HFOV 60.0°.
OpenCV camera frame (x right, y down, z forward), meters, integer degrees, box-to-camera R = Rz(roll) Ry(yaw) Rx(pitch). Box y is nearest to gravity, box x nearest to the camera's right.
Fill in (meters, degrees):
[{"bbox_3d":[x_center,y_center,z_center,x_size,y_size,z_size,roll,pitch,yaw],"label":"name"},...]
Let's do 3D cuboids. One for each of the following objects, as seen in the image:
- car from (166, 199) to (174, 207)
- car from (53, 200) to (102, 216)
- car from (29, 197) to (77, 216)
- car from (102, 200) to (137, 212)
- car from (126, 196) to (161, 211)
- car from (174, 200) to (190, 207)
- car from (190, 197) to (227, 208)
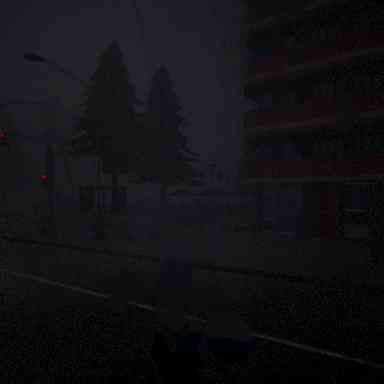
[{"bbox_3d":[-4.089,1.850,52.904,4.674,1.442,1.812,0,-1,-45],"label":"car"},{"bbox_3d":[-12.379,1.896,36.726,1.895,1.301,4.718,-1,0,36],"label":"car"},{"bbox_3d":[-15.624,1.556,38.205,2.150,2.045,5.566,-1,0,36],"label":"car"},{"bbox_3d":[-9.938,1.858,45.914,1.812,1.442,4.674,-1,0,37],"label":"car"},{"bbox_3d":[-6.635,1.515,44.609,2.150,2.045,5.566,-1,0,37],"label":"car"},{"bbox_3d":[0.275,1.828,52.409,5.357,1.411,2.033,0,0,-42],"label":"car"},{"bbox_3d":[2.472,1.593,49.411,4.553,1.767,2.097,0,0,-44],"label":"car"}]
